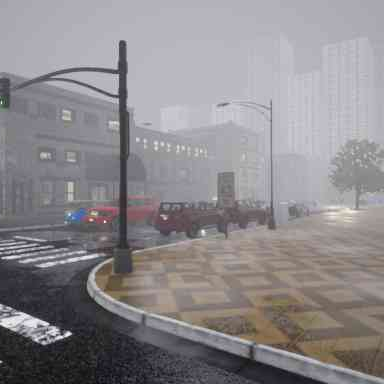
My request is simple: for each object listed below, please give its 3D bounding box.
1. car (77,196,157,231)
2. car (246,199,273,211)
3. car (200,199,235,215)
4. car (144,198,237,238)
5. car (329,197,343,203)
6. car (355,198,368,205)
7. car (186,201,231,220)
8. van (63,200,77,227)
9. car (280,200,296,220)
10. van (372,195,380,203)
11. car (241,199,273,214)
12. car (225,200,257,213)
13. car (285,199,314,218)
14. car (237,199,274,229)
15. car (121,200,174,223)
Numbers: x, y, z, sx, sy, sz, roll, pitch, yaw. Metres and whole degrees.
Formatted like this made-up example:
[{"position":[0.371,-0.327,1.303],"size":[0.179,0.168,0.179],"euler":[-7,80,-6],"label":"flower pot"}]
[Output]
[{"position":[-4.285,1.285,21.647],"size":[2.150,2.045,5.566],"euler":[0,0,35],"label":"car"},{"position":[9.237,1.722,45.198],"size":[2.008,1.369,4.403],"euler":[-1,-1,35],"label":"car"},{"position":[2.847,1.570,36.187],"size":[1.967,1.590,4.097],"euler":[-1,-1,35],"label":"car"},{"position":[0.099,1.350,17.823],"size":[2.192,1.841,5.009],"euler":[-1,-1,35],"label":"car"},{"position":[34.796,1.915,81.249],"size":[2.008,1.369,4.403],"euler":[-1,-1,35],"label":"car"},{"position":[32.050,1.801,62.885],"size":[2.008,1.369,4.403],"euler":[-1,-1,35],"label":"car"},{"position":[1.550,1.622,29.858],"size":[1.812,1.442,4.674],"euler":[0,0,36],"label":"car"},{"position":[-6.738,1.414,22.668],"size":[1.690,1.788,3.998],"euler":[-1,0,35],"label":"van"},{"position":[6.490,1.616,26.834],"size":[1.887,1.381,4.507],"euler":[-1,-1,35],"label":"car"},{"position":[44.828,1.694,80.914],"size":[1.690,1.788,3.998],"euler":[-1,-1,35],"label":"van"},{"position":[7.581,1.639,38.355],"size":[1.837,1.490,4.892],"euler":[0,0,36],"label":"car"},{"position":[6.042,1.701,40.691],"size":[2.008,1.369,4.403],"euler":[-1,-1,35],"label":"car"},{"position":[9.686,1.657,31.341],"size":[1.947,1.339,4.313],"euler":[-1,-1,35],"label":"car"},{"position":[3.294,1.368,22.330],"size":[2.192,1.841,5.009],"euler":[-1,-1,35],"label":"car"},{"position":[-3.543,1.531,27.173],"size":[1.967,1.590,4.097],"euler":[-1,-1,35],"label":"car"}]
